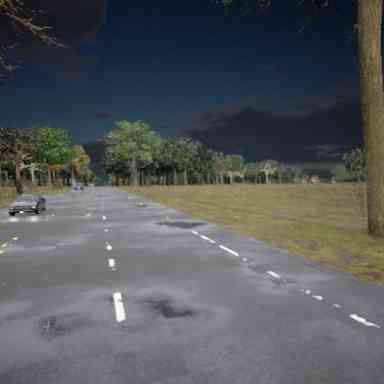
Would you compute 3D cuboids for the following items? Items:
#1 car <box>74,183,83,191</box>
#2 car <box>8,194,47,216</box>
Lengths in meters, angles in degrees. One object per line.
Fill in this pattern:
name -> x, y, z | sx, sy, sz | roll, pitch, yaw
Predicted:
car -> -30.610, -1.417, 89.810 | 2.150, 2.045, 5.566 | -2, 2, -16
car -> -12.190, 0.901, 24.992 | 2.033, 1.411, 5.357 | -2, 2, -16
